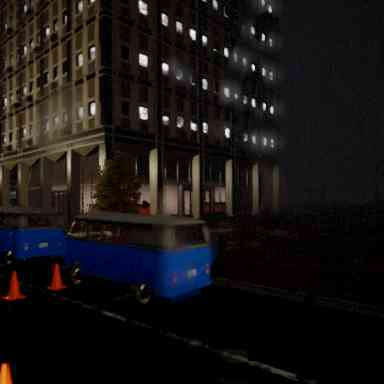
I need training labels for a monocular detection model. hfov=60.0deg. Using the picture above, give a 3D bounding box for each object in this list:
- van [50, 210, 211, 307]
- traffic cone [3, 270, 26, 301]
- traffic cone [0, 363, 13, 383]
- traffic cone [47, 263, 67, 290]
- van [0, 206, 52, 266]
[{"bbox_3d":[-1.456,1.419,7.929,3.998,1.788,1.690,0,-2,38],"label":"van"},{"bbox_3d":[-3.864,2.010,7.253,0.340,0.580,0.340,0,-1,36],"label":"traffic cone"},{"bbox_3d":[-1.835,1.982,3.267,0.340,0.580,0.340,0,-1,36],"label":"traffic cone"},{"bbox_3d":[-3.270,2.022,8.057,0.340,0.580,0.340,0,-1,36],"label":"traffic cone"},{"bbox_3d":[-6.061,1.425,11.559,3.998,1.788,1.690,0,-2,39],"label":"van"}]
